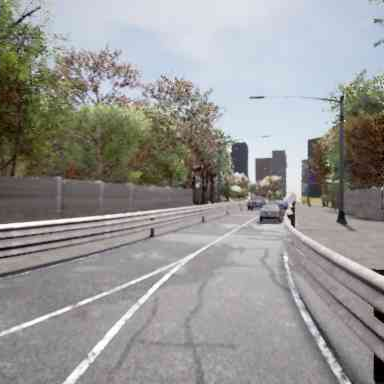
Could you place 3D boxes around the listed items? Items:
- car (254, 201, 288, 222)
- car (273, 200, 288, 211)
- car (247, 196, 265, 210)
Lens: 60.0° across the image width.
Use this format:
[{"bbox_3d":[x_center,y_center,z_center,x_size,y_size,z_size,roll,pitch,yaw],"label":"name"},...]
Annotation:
[{"bbox_3d":[6.958,1.791,28.989,2.033,1.411,5.357,0,0,18],"label":"car"},{"bbox_3d":[12.932,1.973,48.401,1.812,1.442,4.674,0,-1,18],"label":"car"},{"bbox_3d":[9.521,1.644,48.956,2.150,2.045,5.566,0,-1,17],"label":"car"}]
